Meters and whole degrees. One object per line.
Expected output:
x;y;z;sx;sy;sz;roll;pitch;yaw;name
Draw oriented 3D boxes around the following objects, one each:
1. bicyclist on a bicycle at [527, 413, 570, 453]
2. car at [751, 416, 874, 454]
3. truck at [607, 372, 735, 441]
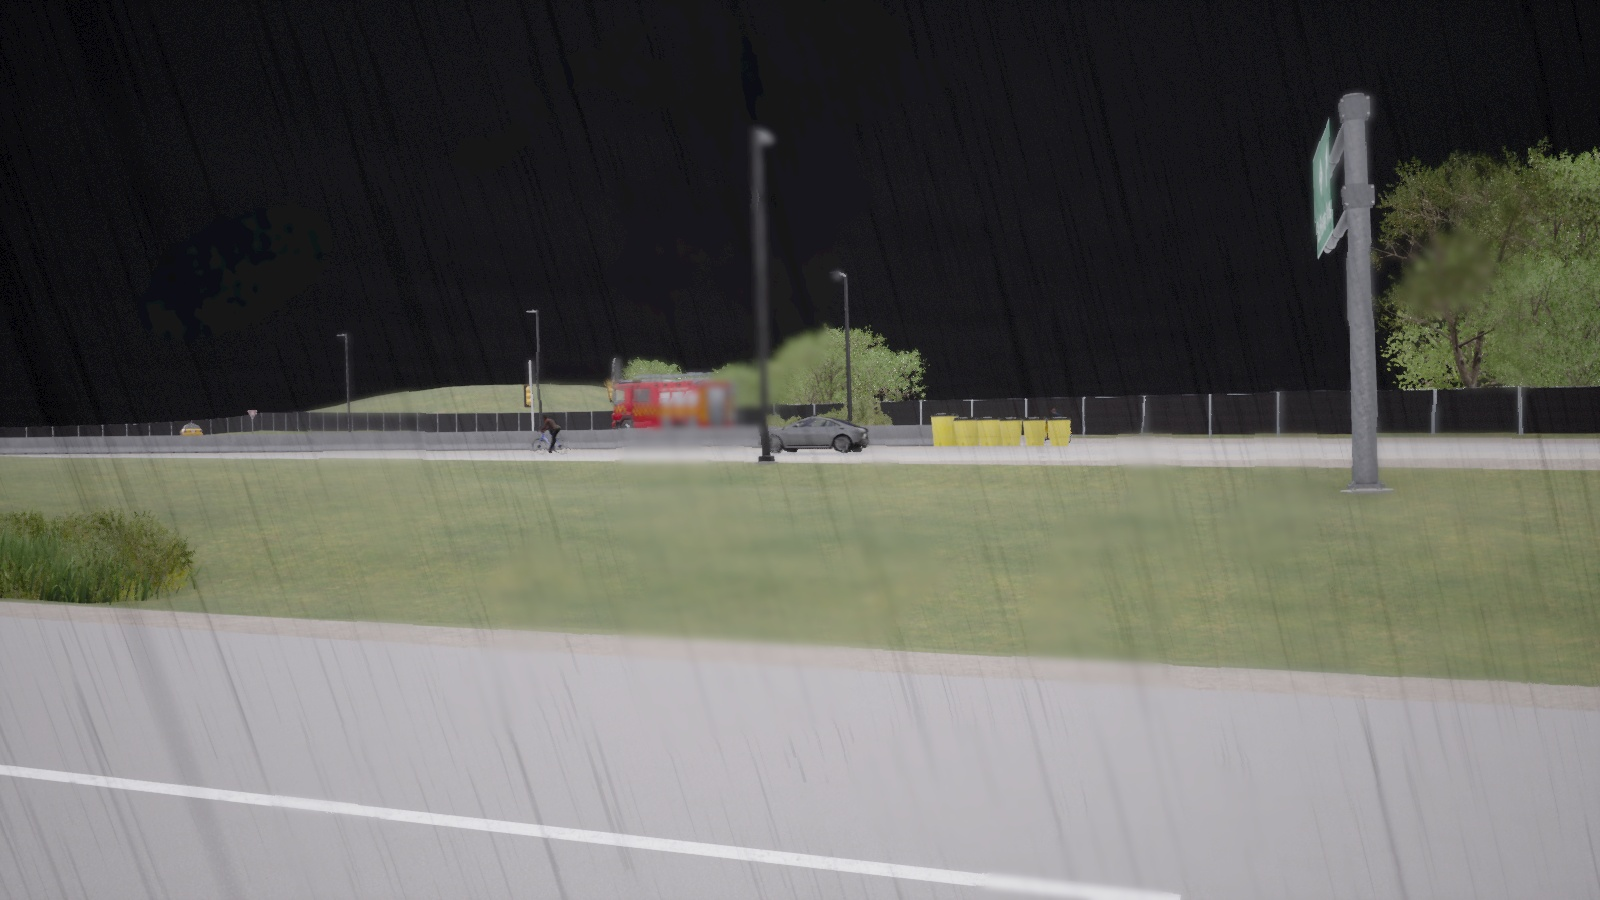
-10.227;-0.681;51.065;1.656;1.620;0.582;0;1;19;bicyclist on a bicycle
0.486;-0.552;47.333;4.181;1.385;1.994;0;1;19;car
-7.749;-2.534;74.178;2.891;3.827;8.468;-2;2;-44;truck
